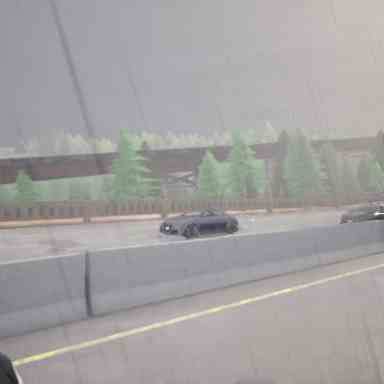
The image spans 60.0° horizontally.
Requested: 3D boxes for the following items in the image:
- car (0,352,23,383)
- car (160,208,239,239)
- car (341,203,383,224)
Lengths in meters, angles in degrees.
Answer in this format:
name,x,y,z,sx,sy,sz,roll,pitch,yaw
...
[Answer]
name,x,y,z,sx,sy,sz,roll,pitch,yaw
car,-3.375,1.497,1.338,4.902,1.511,2.128,0,0,-35
car,0.451,1.550,17.196,4.181,1.385,1.994,0,0,-35
car,11.103,1.475,20.474,4.892,1.490,1.837,1,0,-35
